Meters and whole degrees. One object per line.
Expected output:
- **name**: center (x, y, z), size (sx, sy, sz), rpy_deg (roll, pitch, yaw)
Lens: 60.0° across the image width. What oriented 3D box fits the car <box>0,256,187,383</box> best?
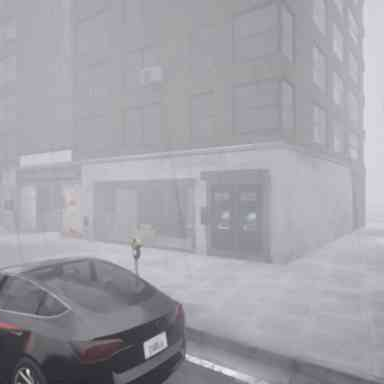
- **car**: center (-2.053, 1.580, 4.554), size (4.313, 1.339, 1.947), rpy_deg (0, 0, 36)
